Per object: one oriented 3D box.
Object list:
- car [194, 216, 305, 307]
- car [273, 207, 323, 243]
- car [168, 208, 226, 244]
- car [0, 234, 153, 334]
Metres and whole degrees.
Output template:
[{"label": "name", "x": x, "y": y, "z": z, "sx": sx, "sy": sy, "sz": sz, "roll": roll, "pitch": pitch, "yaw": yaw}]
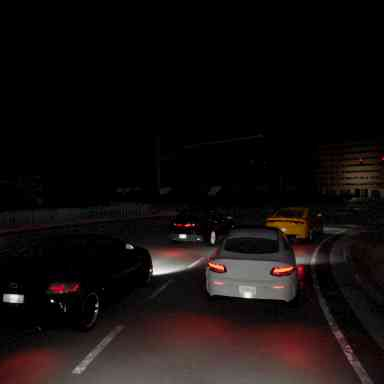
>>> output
[{"label": "car", "x": 1.521, "y": 1.526, "z": 7.979, "sx": 1.812, "sy": 1.442, "sz": 4.674, "roll": 0, "pitch": 0, "yaw": 14}, {"label": "car", "x": 5.202, "y": 1.478, "z": 16.490, "sx": 1.882, "sy": 1.535, "sz": 5.008, "roll": 0, "pitch": 0, "yaw": 30}, {"label": "car", "x": 0.603, "y": 1.505, "z": 15.386, "sx": 1.837, "sy": 1.490, "sz": 4.892, "roll": 0, "pitch": 0, "yaw": 23}, {"label": "car", "x": -2.271, "y": 1.564, "z": 6.949, "sx": 1.994, "sy": 1.385, "sz": 4.181, "roll": 0, "pitch": 0, "yaw": 11}]
